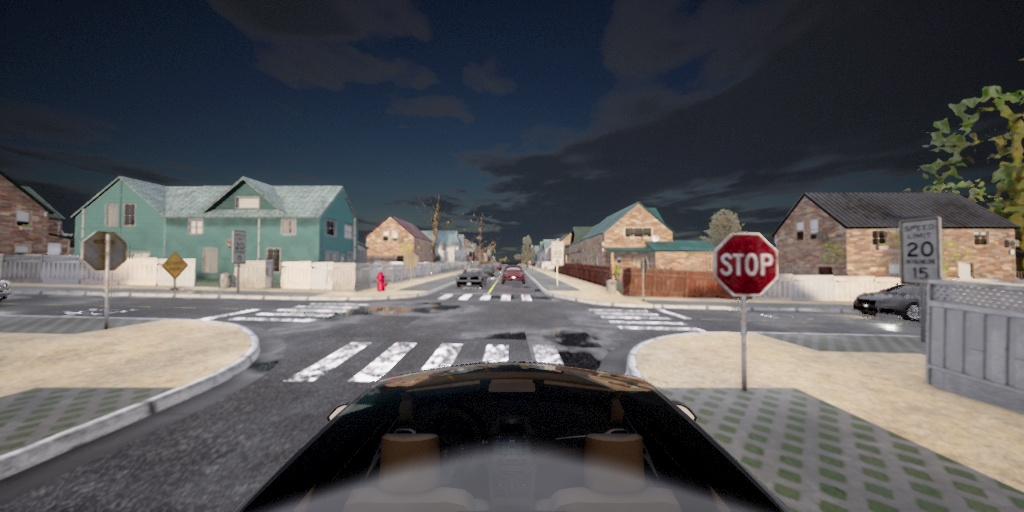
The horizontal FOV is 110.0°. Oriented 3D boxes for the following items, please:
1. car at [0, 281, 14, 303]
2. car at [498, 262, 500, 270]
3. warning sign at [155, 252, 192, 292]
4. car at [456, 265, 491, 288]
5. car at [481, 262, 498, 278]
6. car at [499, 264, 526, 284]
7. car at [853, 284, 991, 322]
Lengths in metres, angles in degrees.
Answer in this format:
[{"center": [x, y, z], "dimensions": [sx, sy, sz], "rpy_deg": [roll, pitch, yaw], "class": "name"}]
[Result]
[{"center": [-19.286, 1.002, 11.411], "dimensions": [4.718, 1.301, 1.895], "rpy_deg": [1, -1, 0], "class": "car"}, {"center": [-2.698, 1.792, 60.199], "dimensions": [1.882, 1.535, 5.008], "rpy_deg": [0, -1, 0], "class": "car"}, {"center": [-15.775, 0.721, 16.762], "dimensions": [1.060, 1.860, 1.300], "rpy_deg": [0, 0, 0], "class": "warning sign"}, {"center": [-2.826, 1.554, 25.779], "dimensions": [1.895, 1.301, 4.718], "rpy_deg": [0, -1, 0], "class": "car"}, {"center": [-2.810, 1.594, 39.778], "dimensions": [1.837, 1.490, 4.892], "rpy_deg": [0, 0, 0], "class": "car"}, {"center": [0.129, 1.520, 30.220], "dimensions": [1.812, 1.442, 4.674], "rpy_deg": [0, -1, 0], "class": "car"}, {"center": [16.542, 1.780, 14.308], "dimensions": [4.892, 1.490, 1.837], "rpy_deg": [1, -1, 0], "class": "car"}]
